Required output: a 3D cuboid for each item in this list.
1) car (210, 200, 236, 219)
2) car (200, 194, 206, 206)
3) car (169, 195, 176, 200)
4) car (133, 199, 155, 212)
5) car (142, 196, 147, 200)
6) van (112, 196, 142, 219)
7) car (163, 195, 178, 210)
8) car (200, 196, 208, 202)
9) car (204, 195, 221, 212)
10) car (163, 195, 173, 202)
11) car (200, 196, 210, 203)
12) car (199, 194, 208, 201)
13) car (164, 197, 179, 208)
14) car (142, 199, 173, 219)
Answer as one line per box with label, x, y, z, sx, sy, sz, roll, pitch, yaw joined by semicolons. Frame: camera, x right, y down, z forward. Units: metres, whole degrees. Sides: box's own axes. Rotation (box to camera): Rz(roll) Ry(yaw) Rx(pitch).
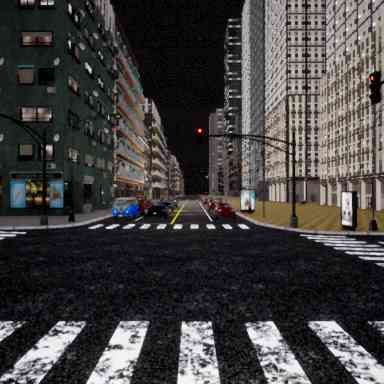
car;2.740;1.593;28.379;1.802;1.307;4.206;0;0;0
car;2.783;1.470;56.017;1.967;1.590;4.097;0;0;0
car;-5.539;1.643;94.724;1.947;1.339;4.313;0;0;0
car;-5.623;1.562;39.449;1.887;1.381;4.507;0;0;0
car;-5.630;1.329;33.920;2.192;1.841;5.009;0;0;0
van;-5.639;1.352;28.393;1.690;1.788;3.998;0;0;0
car;-3.040;1.508;39.437;2.128;1.511;4.902;0;0;0
car;2.816;1.636;78.127;1.802;1.307;4.206;0;0;0
car;2.758;1.457;39.435;1.967;1.590;4.097;0;0;0
car;-5.563;1.494;78.141;1.967;1.590;4.097;0;0;0
car;2.808;1.593;72.600;1.887;1.381;4.507;0;0;0
car;2.826;1.376;83.655;2.192;1.841;5.009;0;0;0
car;-3.014;1.572;50.076;2.033;1.411;5.357;0;0;0
car;-3.055;1.575;29.414;1.994;1.385;4.181;0;0;0
